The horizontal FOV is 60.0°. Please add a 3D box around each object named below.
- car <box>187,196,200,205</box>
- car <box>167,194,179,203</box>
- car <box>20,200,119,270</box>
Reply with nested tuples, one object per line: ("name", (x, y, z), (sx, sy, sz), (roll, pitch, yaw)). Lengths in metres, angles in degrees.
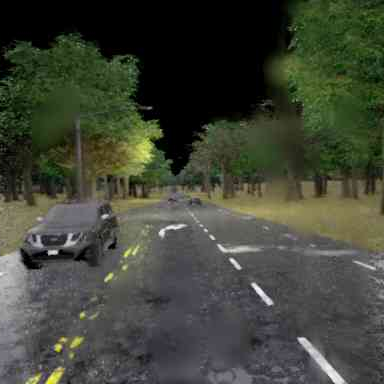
("car", (0.356, 1.389, 56.198), (1.837, 1.490, 4.892), (-2, 0, -3))
("car", (-4.267, 1.537, 71.028), (1.895, 1.301, 4.718), (-2, 0, 1))
("car", (-4.082, 1.357, 12.117), (2.150, 2.045, 5.566), (-2, 0, -3))
